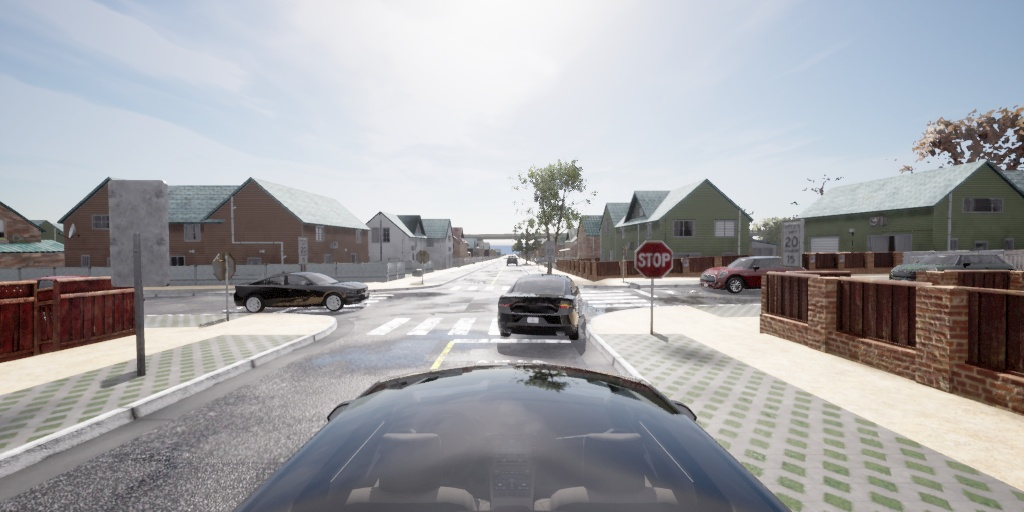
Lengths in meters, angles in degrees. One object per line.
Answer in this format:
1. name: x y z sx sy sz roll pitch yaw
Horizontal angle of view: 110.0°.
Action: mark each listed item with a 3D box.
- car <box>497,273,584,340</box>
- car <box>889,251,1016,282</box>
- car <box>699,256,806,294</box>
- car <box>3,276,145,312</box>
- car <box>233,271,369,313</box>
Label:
1. car: 0.962 1.224 10.107 1.882 1.535 5.008 0 0 12
2. car: 21.709 0.646 17.778 4.553 1.767 2.097 -1 2 0
3. car: 11.814 0.821 17.712 4.553 1.767 2.097 -1 2 0
4. car: -18.015 1.547 14.581 5.008 1.535 1.882 -1 2 0
5. car: -8.462 1.377 14.639 5.008 1.535 1.882 -1 2 0
